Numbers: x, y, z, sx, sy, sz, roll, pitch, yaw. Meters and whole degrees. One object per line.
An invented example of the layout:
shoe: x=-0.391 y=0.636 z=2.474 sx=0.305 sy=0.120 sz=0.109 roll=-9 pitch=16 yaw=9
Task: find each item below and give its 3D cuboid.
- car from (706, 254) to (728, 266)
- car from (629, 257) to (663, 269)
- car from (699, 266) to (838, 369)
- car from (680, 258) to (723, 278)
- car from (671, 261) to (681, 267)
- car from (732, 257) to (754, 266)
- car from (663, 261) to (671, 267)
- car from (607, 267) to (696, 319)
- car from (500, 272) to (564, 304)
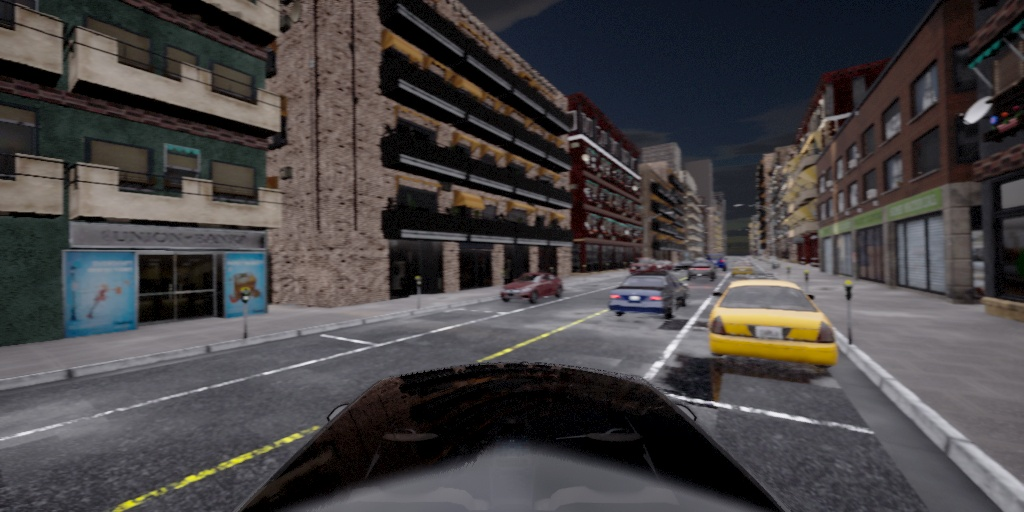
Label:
car: x=24.395 y=0.796 z=42.863 sx=2.150 sy=2.045 sz=5.566 roll=-2 pitch=-1 yaw=33
car: x=13.365 y=1.077 z=36.265 sx=2.192 sy=1.841 sz=5.009 roll=0 pitch=0 yaw=33
car: x=5.362 y=1.141 z=7.701 sx=1.801 sy=1.575 sz=5.366 roll=-2 pitch=-1 yaw=33
car: x=14.899 y=1.146 z=28.017 sx=2.128 sy=1.511 sz=4.902 roll=-2 pitch=-1 yaw=33
car: x=20.308 y=1.260 z=42.106 sx=1.895 sy=1.301 sz=4.718 roll=-2 pitch=-1 yaw=33
car: x=20.485 y=1.090 z=31.847 sx=1.751 sy=1.417 sz=4.829 roll=0 pitch=0 yaw=33
car: x=16.430 y=1.176 z=40.994 sx=1.967 sy=1.591 sz=4.097 roll=0 pitch=0 yaw=33
car: x=5.008 y=1.286 z=12.762 sx=2.033 sy=1.411 sz=5.357 roll=-2 pitch=-1 yaw=33
car: x=1.102 y=1.449 z=17.347 sx=1.802 sy=1.307 sz=4.207 roll=0 pitch=0 yaw=33
